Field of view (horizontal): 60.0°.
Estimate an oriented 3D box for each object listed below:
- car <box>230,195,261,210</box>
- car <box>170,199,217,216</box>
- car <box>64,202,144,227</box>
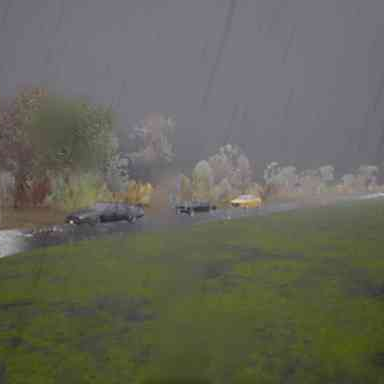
[{"bbox_3d":[6.077,1.117,37.480,1.882,1.535,5.008,1,1,36],"label":"car"},{"bbox_3d":[0.200,1.327,29.391,1.895,1.301,4.718,1,1,36],"label":"car"},{"bbox_3d":[-5.475,1.354,21.571,2.033,1.411,5.357,1,1,36],"label":"car"}]
